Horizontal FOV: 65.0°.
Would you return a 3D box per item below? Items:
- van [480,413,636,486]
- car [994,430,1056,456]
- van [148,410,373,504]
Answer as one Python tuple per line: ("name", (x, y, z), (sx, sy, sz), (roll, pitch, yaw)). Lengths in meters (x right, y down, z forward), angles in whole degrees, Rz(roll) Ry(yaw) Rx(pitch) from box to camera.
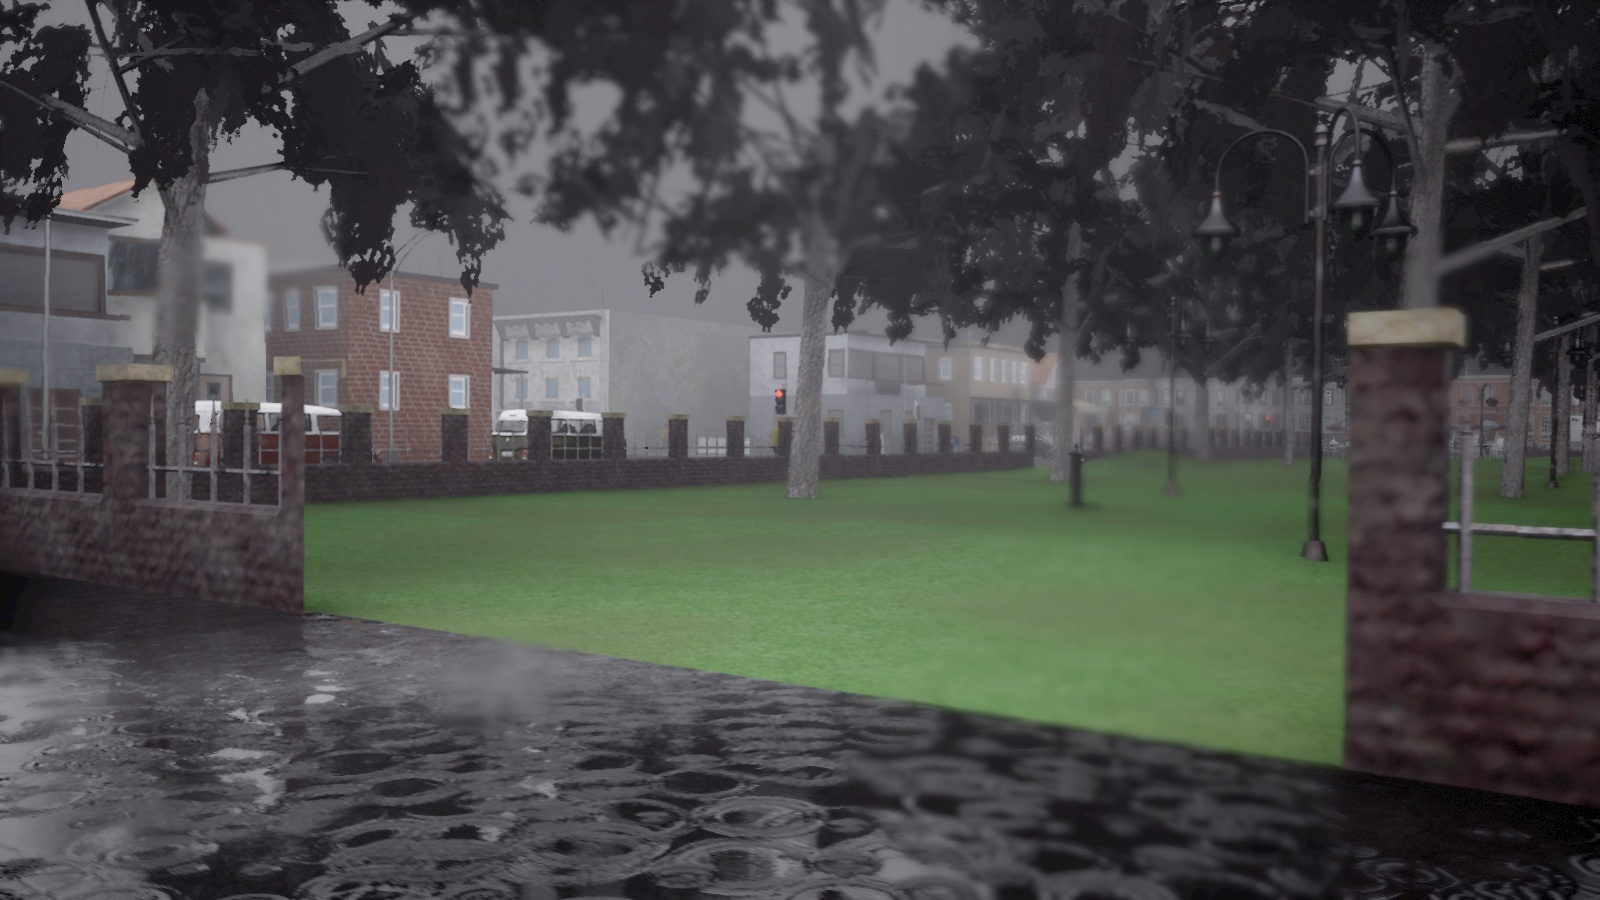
("van", (-7.175, -0.045, 37.644), (2.069, 2.038, 4.480), (0, 1, 33))
("car", (13.302, -0.428, 74.045), (1.812, 1.442, 4.674), (0, 1, 35))
("van", (-12.668, 0.112, 29.761), (2.069, 2.038, 4.480), (0, 1, 33))
